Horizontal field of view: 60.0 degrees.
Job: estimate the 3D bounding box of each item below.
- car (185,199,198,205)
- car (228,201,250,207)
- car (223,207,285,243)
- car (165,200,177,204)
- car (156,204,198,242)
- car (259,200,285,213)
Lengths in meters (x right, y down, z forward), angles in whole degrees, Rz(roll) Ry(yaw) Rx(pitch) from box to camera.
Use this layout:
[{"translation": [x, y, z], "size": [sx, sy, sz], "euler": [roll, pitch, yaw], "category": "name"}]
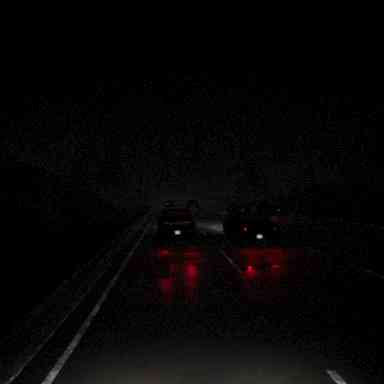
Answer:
[{"translation": [0.006, 1.882, 55.240], "size": [1.837, 1.490, 4.892], "euler": [-1, 0, -4], "category": "car"}, {"translation": [4.923, 1.674, 35.320], "size": [1.812, 1.442, 4.674], "euler": [-1, 0, -4], "category": "car"}, {"translation": [2.767, 1.663, 16.660], "size": [1.895, 1.301, 4.718], "euler": [-1, 0, -4], "category": "car"}, {"translation": [-3.491, 1.990, 55.075], "size": [2.033, 1.411, 5.357], "euler": [-1, 0, -4], "category": "car"}, {"translation": [-0.820, 1.626, 17.332], "size": [2.128, 1.511, 4.902], "euler": [-1, 0, -4], "category": "car"}, {"translation": [8.437, 1.607, 35.260], "size": [1.812, 1.442, 4.674], "euler": [-1, 0, -4], "category": "car"}]
